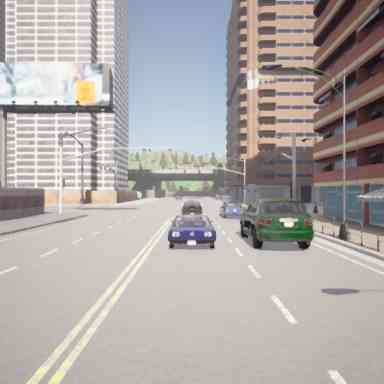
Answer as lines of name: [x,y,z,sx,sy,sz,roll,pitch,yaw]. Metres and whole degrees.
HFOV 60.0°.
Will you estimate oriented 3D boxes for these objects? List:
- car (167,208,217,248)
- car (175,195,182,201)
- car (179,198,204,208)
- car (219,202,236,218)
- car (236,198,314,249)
car: [0.000,1.615,14.680,1.895,1.301,4.718,0,0,0]
car: [-3.500,1.533,87.083,2.033,1.411,5.357,0,0,0]
car: [0.000,1.515,29.650,1.837,1.490,4.892,0,0,0]
car: [3.500,1.562,29.650,2.033,1.411,5.357,0,0,0]
car: [3.500,1.257,14.680,2.150,2.045,5.566,0,0,0]
